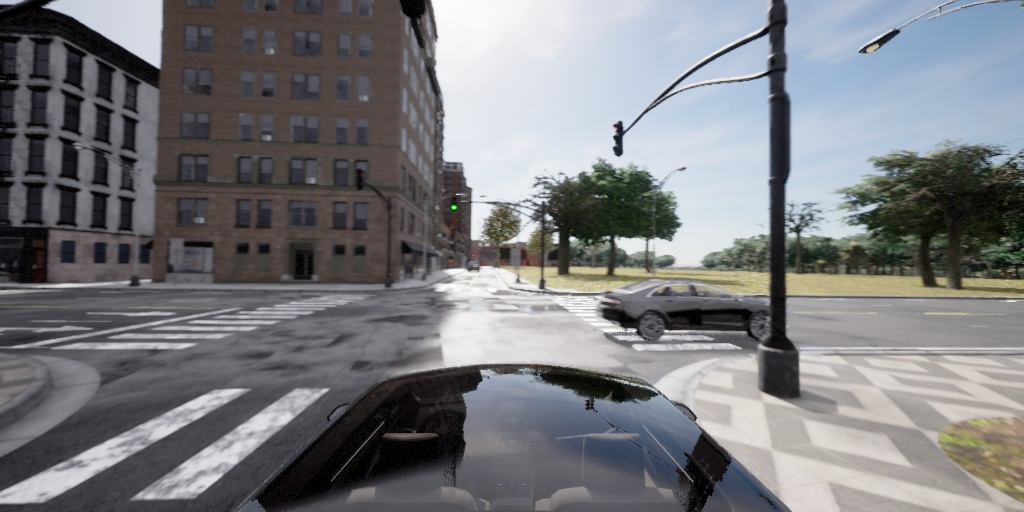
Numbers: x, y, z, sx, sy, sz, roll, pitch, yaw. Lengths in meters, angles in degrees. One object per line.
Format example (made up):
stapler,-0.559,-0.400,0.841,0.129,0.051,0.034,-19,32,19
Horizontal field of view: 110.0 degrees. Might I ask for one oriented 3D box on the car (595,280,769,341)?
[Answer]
car,4.801,1.404,9.864,4.902,1.511,2.128,1,-1,-4
